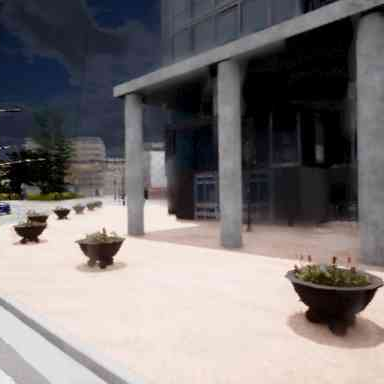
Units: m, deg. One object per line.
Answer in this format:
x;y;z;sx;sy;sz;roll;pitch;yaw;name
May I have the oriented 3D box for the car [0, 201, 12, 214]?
-20.035;1.662;33.847;1.812;1.442;4.674;-1;0;-7;car
